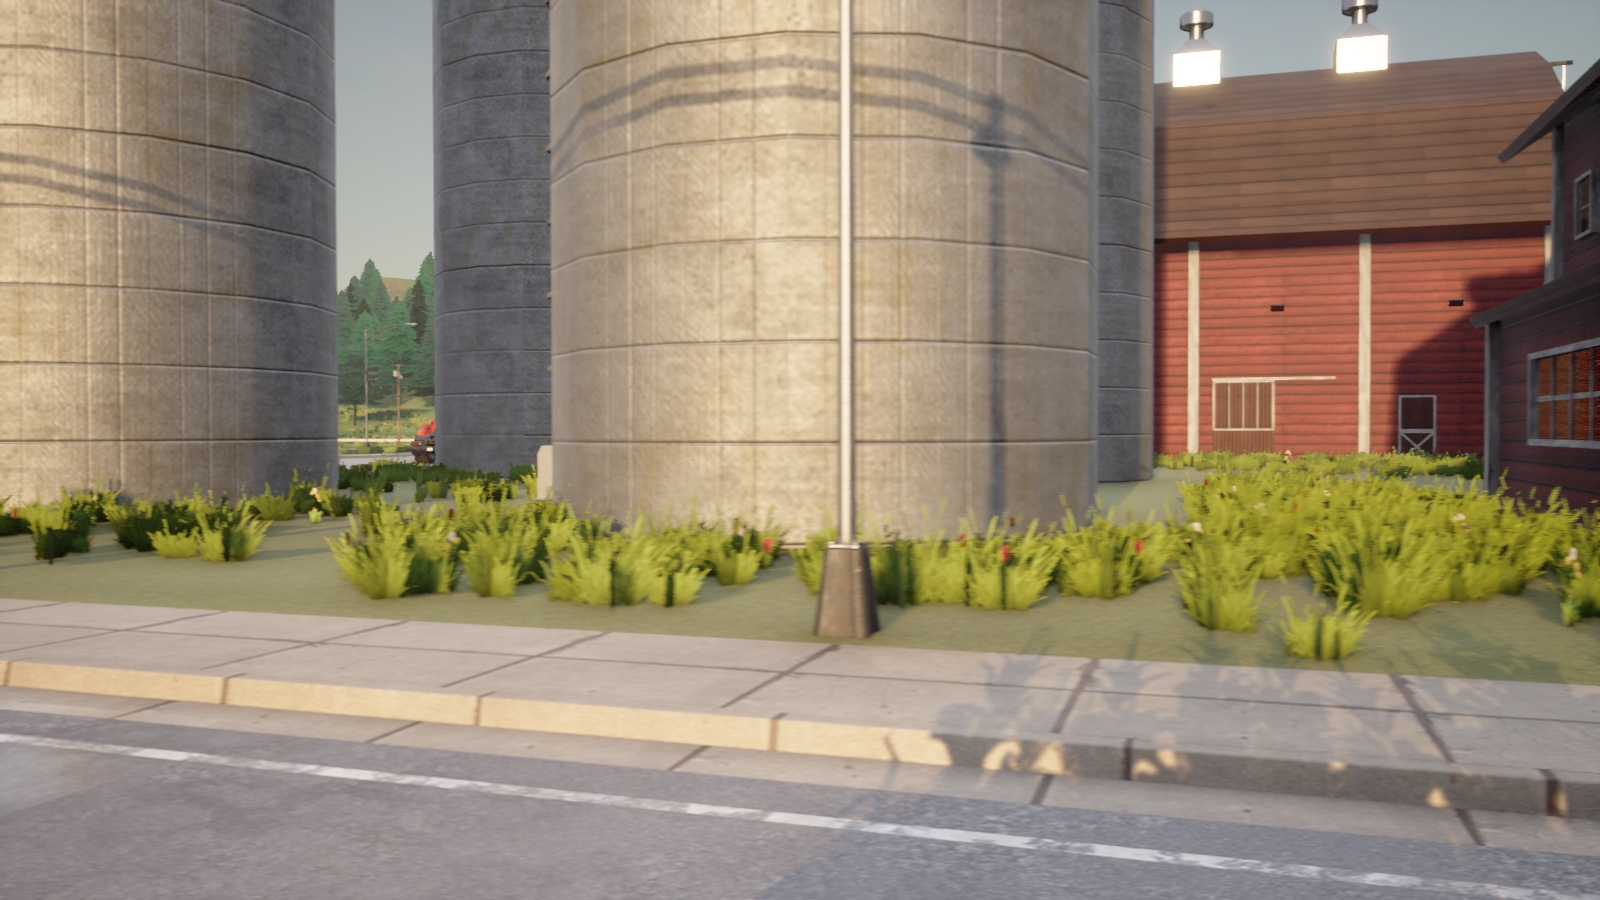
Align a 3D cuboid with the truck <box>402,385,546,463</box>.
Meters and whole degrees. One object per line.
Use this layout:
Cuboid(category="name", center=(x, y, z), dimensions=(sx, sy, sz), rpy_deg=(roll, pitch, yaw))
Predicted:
Cuboid(category="truck", center=(-15.502, -1.238, 60.389), dimensions=(2.891, 3.462, 7.936), rpy_deg=(1, 1, 18))
